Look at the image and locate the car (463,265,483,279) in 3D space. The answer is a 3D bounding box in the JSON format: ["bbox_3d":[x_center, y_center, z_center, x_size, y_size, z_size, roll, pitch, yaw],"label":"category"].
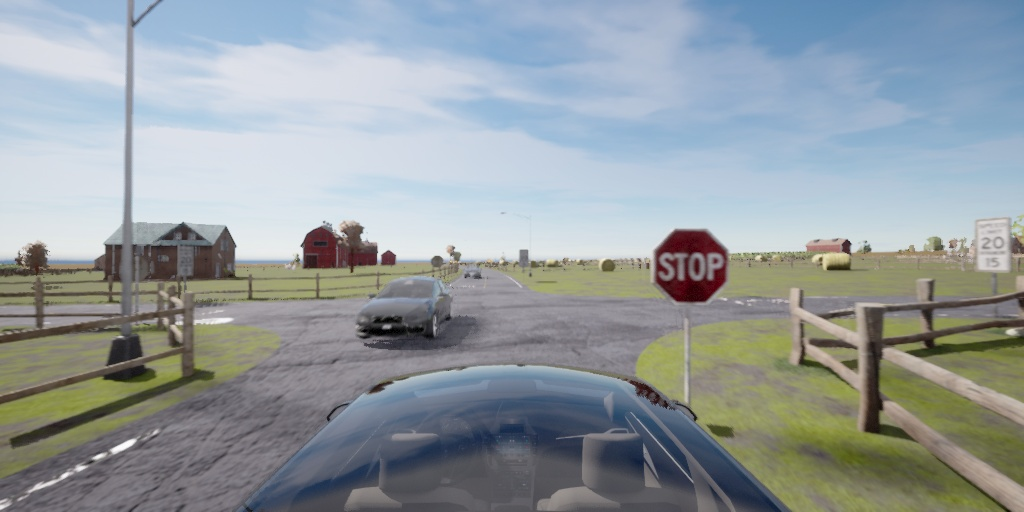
[{"bbox_3d":[-4.278,1.740,39.455,2.128,1.511,4.902,0,-1,-4],"label":"car"}]

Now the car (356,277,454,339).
[{"bbox_3d":[-2.875,1.391,10.525,1.837,1.490,4.892,0,-1,-1],"label":"car"}]
